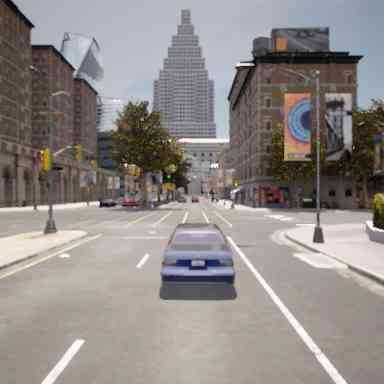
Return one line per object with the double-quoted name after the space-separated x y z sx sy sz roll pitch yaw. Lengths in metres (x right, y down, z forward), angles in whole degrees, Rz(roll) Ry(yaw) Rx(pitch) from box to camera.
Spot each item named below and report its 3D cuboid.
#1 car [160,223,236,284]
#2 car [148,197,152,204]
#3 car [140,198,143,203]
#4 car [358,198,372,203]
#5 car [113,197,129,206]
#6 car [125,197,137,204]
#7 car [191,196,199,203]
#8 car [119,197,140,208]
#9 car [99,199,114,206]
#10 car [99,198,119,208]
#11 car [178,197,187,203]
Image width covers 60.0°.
0.165 1.622 9.787 2.033 1.411 5.357 0 0 1 "car"
-10.759 1.944 78.422 2.097 1.767 4.553 0 0 1 "car"
-10.854 2.015 68.432 1.837 1.490 4.892 0 0 1 "car"
35.103 2.009 69.478 2.231 1.521 4.892 0 0 0 "car"
-14.363 1.859 67.552 2.097 1.767 4.553 0 0 1 "car"
-14.266 2.060 77.650 1.882 1.535 5.008 0 0 1 "car"
0.842 2.018 88.830 2.097 1.767 4.553 0 0 1 "car"
-11.018 1.918 58.637 1.882 1.535 5.008 0 0 1 "car"
-17.603 2.109 68.587 1.895 1.301 4.718 0 0 0 "car"
-14.533 2.031 57.443 1.895 1.301 4.718 0 0 1 "car"
-2.662 2.205 88.460 2.033 1.411 5.357 0 0 1 "car"
